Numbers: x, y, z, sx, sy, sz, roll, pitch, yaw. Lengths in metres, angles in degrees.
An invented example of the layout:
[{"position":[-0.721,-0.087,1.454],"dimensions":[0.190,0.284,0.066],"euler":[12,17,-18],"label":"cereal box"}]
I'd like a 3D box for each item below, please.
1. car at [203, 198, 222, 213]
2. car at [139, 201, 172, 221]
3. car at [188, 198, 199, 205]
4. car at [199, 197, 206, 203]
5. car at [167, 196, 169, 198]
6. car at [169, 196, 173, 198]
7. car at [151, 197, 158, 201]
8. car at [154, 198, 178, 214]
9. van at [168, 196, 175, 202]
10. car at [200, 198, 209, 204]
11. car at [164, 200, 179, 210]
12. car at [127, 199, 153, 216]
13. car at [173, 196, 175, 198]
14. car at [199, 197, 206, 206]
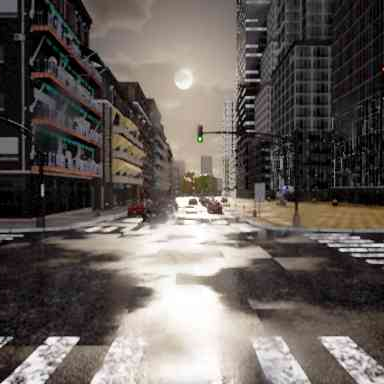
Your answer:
[{"position":[2.720,1.797,40.613],"dimensions":[1.887,1.381,4.507],"euler":[-1,0,0],"label":"car"},{"position":[-3.047,1.741,28.696],"dimensions":[1.994,1.385,4.181],"euler":[0,0,0],"label":"car"},{"position":[0.228,2.003,69.393],"dimensions":[1.994,1.385,4.181],"euler":[0,0,0],"label":"car"},{"position":[2.814,2.112,91.624],"dimensions":[1.752,1.417,4.829],"euler":[-1,0,0],"label":"car"},{"position":[-5.597,1.801,57.518],"dimensions":[1.967,1.590,4.097],"euler":[-1,0,0],"label":"car"},{"position":[-5.575,2.017,68.816],"dimensions":[1.802,1.307,4.206],"euler":[-1,0,0],"label":"car"},{"position":[-5.629,1.692,40.572],"dimensions":[1.967,1.590,4.097],"euler":[-1,0,0],"label":"car"},{"position":[-3.025,1.744,38.606],"dimensions":[1.837,1.490,4.892],"euler":[0,0,0],"label":"car"},{"position":[-5.536,1.926,91.411],"dimensions":[1.690,1.788,3.998],"euler":[-1,0,0],"label":"van"},{"position":[2.783,2.017,74.507],"dimensions":[1.887,1.381,4.507],"euler":[-1,0,0],"label":"car"},{"position":[-3.002,1.905,48.769],"dimensions":[1.895,1.301,4.718],"euler":[0,0,0],"label":"car"},{"position":[-5.637,1.761,34.923],"dimensions":[1.887,1.381,4.507],"euler":[-1,0,0],"label":"car"},{"position":[-5.547,1.862,85.764],"dimensions":[2.192,1.841,5.009],"euler":[-1,0,0],"label":"car"},{"position":[2.762,1.949,63.208],"dimensions":[2.008,1.369,4.403],"euler":[-1,0,0],"label":"car"}]
